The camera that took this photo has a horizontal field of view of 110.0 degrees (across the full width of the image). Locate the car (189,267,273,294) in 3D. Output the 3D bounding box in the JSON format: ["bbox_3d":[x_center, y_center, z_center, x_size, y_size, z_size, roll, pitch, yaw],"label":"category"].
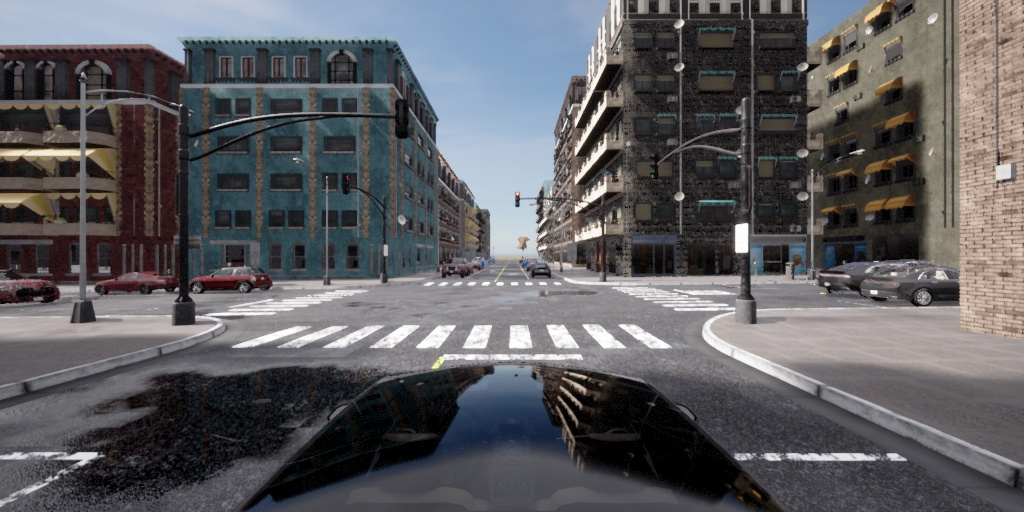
[{"bbox_3d":[-16.861,1.387,21.515,4.097,1.591,1.967,0,0,1],"label":"car"}]

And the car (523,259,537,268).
[{"bbox_3d":[2.665,1.320,44.725,1.802,1.307,4.207,0,0,0],"label":"car"}]

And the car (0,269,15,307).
[{"bbox_3d":[-22.467,1.443,13.682,4.097,1.591,1.967,0,0,1],"label":"car"}]

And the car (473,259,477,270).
[{"bbox_3d":[-5.229,1.287,39.191,1.888,1.381,4.507,0,0,0],"label":"car"}]

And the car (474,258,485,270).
[{"bbox_3d":[-5.202,1.280,50.295,1.888,1.381,4.507,0,0,0],"label":"car"}]

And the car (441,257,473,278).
[{"bbox_3d":[-5.242,1.059,33.639,2.192,1.841,5.009,0,0,0],"label":"car"}]

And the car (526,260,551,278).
[{"bbox_3d":[2.638,1.310,33.621,1.948,1.339,4.313,0,0,0],"label":"car"}]

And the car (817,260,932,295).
[{"bbox_3d":[16.305,1.018,15.764,4.902,1.511,2.128,-1,0,1],"label":"car"}]

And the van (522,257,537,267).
[{"bbox_3d":[2.678,1.076,50.277,1.690,1.789,3.998,0,0,0],"label":"van"}]

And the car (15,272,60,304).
[{"bbox_3d":[-23.567,1.372,16.162,4.553,1.767,2.097,-1,0,1],"label":"car"}]

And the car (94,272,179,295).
[{"bbox_3d":[-22.410,1.598,21.567,4.207,1.307,1.802,0,0,1],"label":"car"}]

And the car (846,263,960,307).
[{"bbox_3d":[15.627,1.081,13.298,4.403,1.370,2.007,0,0,1],"label":"car"}]

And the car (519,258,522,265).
[{"bbox_3d":[2.705,1.168,61.381,1.967,1.591,4.097,0,0,0],"label":"car"}]
